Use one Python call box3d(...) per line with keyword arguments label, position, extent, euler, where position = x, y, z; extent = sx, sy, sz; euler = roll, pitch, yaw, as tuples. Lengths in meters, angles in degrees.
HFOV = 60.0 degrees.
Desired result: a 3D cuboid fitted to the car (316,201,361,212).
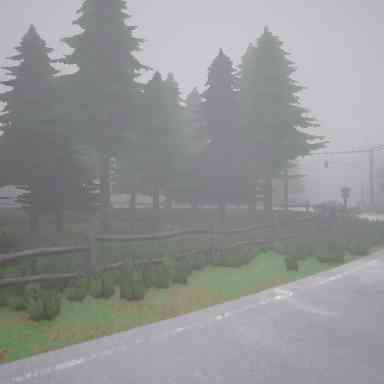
box3d(label="car", position=(14.206, 1.599, 32.942), extent=(2.033, 1.411, 5.357), euler=(0, 0, -14))
